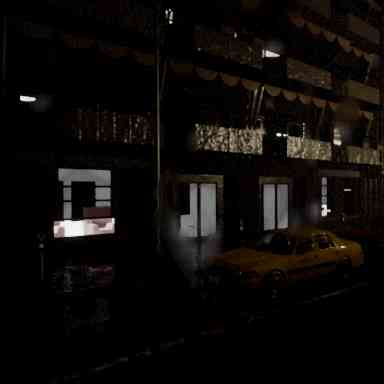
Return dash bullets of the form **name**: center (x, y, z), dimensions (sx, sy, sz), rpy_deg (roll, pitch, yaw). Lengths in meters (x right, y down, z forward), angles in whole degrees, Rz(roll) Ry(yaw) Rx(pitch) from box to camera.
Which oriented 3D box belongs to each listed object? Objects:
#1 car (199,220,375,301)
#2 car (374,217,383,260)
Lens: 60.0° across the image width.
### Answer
- **car**: center (2.408, 1.525, 8.296), dimensions (4.829, 1.417, 1.752), rpy_deg (0, 0, -36)
- **car**: center (7.039, 1.546, 11.611), dimensions (4.507, 1.381, 1.887), rpy_deg (0, 0, -36)
